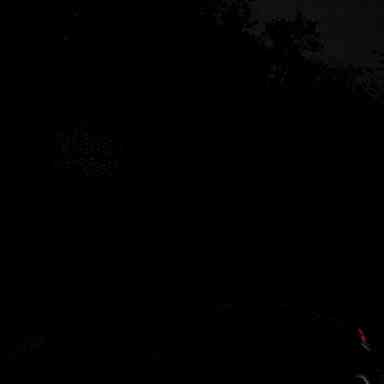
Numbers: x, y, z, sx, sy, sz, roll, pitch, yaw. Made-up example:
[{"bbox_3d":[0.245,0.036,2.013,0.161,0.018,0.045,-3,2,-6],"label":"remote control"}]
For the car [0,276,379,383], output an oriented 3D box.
[{"bbox_3d":[-0.224,1.565,2.907,4.181,1.385,1.994,0,0,-35],"label":"car"}]
